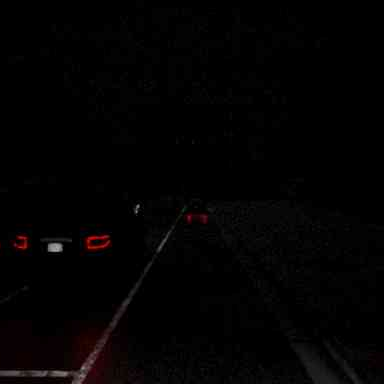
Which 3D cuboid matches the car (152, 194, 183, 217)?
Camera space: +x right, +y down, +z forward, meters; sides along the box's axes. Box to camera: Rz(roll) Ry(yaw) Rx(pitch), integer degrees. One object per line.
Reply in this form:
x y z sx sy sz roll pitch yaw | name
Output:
-2.282 1.123 29.002 2.192 1.841 5.009 1 0 1 | car

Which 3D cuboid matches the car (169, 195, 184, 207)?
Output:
-2.095 1.235 45.429 1.752 1.417 4.829 1 0 1 | car

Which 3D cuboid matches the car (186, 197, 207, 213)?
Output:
0.457 1.261 33.264 1.882 1.535 5.008 0 0 1 | car

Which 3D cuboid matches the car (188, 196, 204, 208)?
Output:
0.521 1.286 43.612 1.994 1.385 4.181 0 0 1 | car

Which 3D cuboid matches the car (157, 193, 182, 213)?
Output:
-2.217 1.089 34.534 2.192 1.841 5.009 1 0 1 | car

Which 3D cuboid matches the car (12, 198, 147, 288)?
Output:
-2.648 1.159 9.197 2.150 2.045 5.566 0 0 1 | car

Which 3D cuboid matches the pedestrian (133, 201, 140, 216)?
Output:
-2.123 1.207 12.463 0.375 1.860 0.375 -1 -1 1 | pedestrian
